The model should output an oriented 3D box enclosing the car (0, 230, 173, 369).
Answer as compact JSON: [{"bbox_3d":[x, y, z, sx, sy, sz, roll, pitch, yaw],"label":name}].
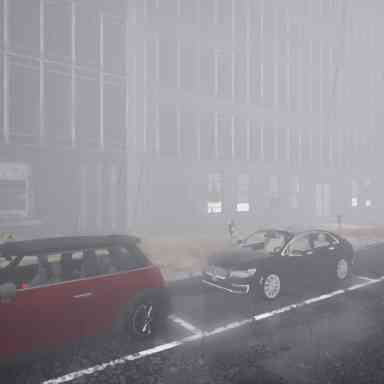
[{"bbox_3d":[-2.391,1.440,4.856,4.097,1.590,1.967,0,0,-36],"label":"car"}]

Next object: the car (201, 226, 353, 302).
[{"bbox_3d":[2.239,1.550,8.167,4.403,1.369,2.008,0,0,-36],"label":"car"}]
